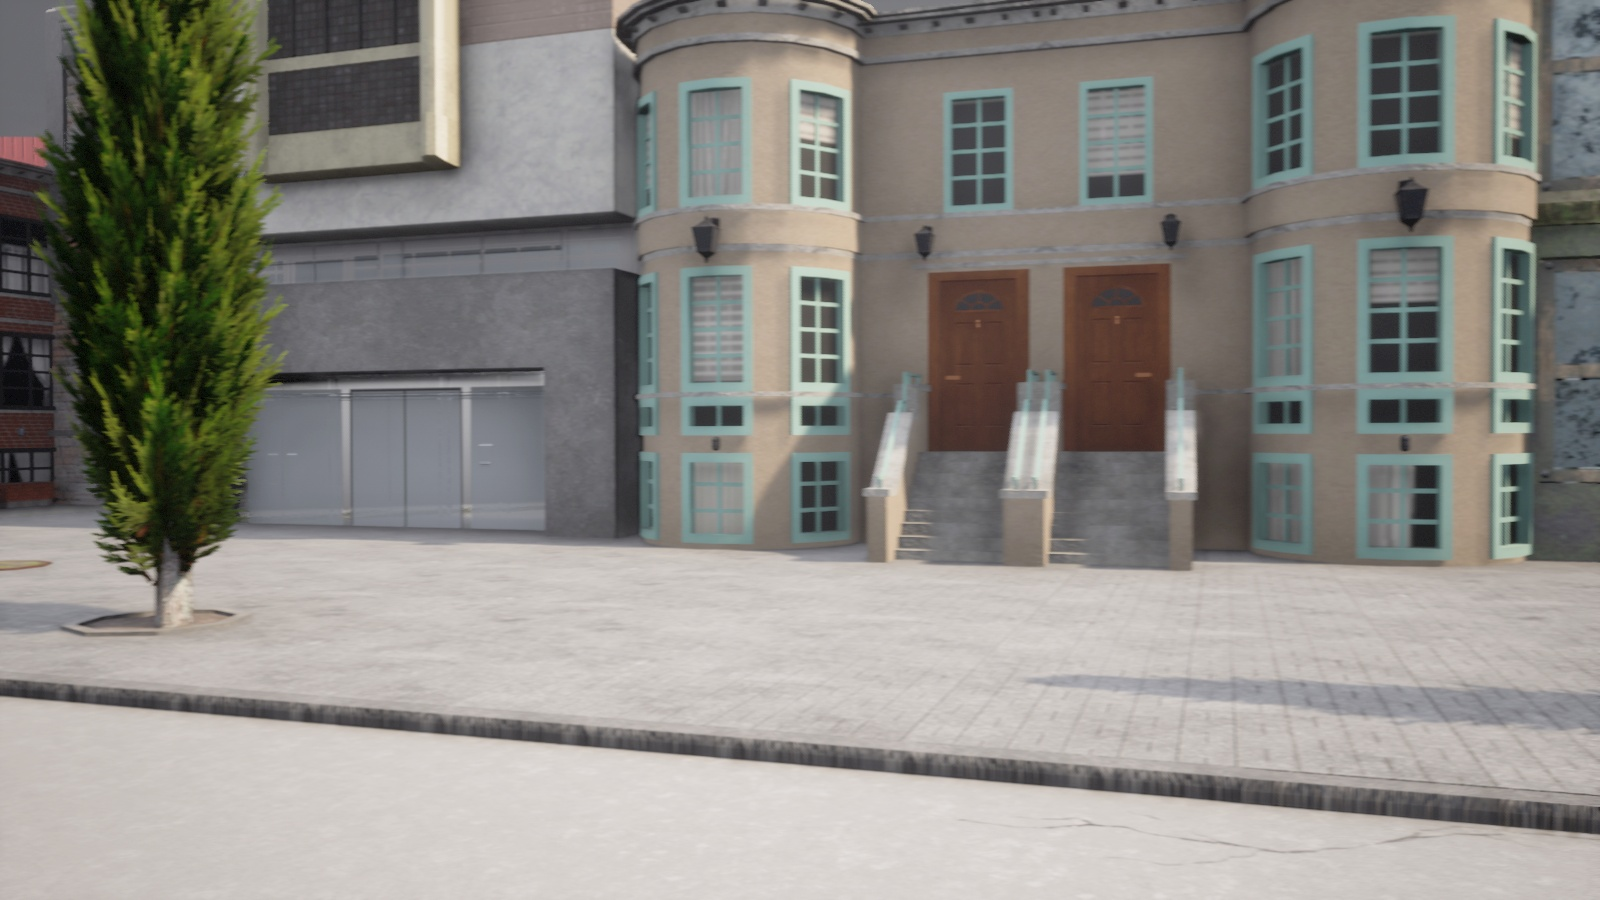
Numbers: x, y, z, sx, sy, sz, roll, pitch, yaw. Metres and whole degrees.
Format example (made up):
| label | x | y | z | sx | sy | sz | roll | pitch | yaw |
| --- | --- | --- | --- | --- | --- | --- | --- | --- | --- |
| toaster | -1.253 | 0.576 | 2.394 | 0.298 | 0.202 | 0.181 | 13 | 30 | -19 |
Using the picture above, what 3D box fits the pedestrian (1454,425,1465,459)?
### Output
| label | x | y | z | sx | sy | sz | roll | pitch | yaw |
| --- | --- | --- | --- | --- | --- | --- | --- | --- | --- |
| pedestrian | 37.555 | -0.467 | 71.503 | 0.396 | 1.930 | 0.692 | 0 | 1 | 17 |
